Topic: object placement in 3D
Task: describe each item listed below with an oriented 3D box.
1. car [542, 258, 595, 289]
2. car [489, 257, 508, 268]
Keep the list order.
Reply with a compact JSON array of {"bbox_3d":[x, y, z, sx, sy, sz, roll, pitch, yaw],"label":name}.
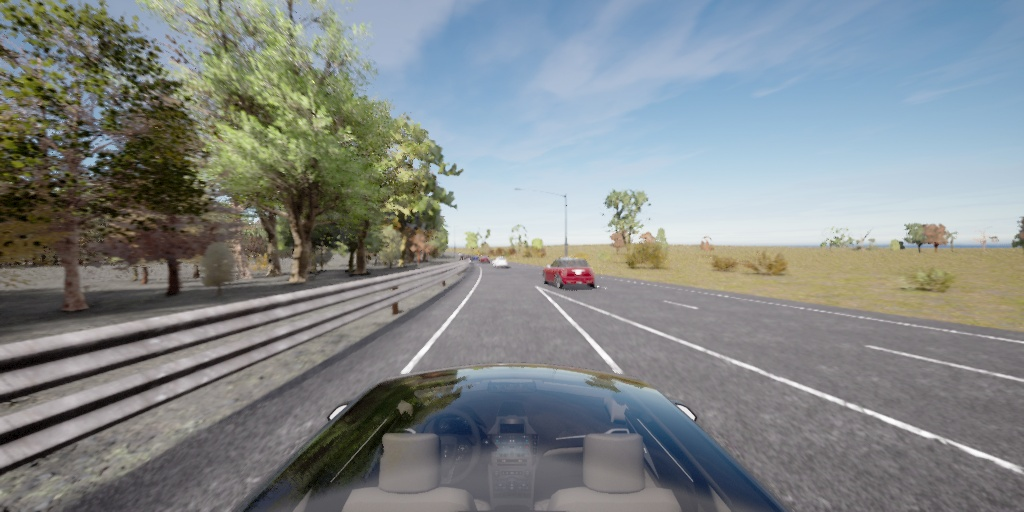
[{"bbox_3d":[3.223,0.907,21.390,2.097,1.767,4.553,-1,0,-10],"label":"car"},{"bbox_3d":[-1.673,0.904,49.972,1.812,1.442,4.674,-1,0,-10],"label":"car"}]
